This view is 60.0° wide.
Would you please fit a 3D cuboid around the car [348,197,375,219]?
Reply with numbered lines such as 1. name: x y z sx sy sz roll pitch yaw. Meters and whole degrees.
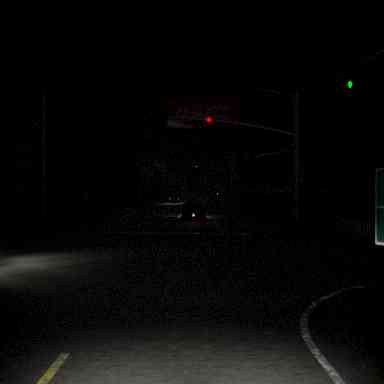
1. car: 14.311 1.504 24.998 3.866 1.878 1.905 0 0 0

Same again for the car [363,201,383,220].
1. car: 18.625 1.672 30.678 4.611 1.667 2.242 0 0 0

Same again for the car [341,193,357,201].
1. car: 34.741 1.489 71.903 2.007 1.523 4.514 0 0 0

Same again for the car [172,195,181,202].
1. car: -3.619 1.540 78.920 2.033 1.411 5.357 0 0 0

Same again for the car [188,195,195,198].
1. car: -0.130 1.552 86.342 1.994 1.385 4.181 0 0 0

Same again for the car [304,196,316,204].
1. car: 22.355 1.552 64.083 1.970 1.475 3.806 0 0 0

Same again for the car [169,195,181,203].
1. car: -3.612 1.352 68.598 2.097 1.767 4.553 0 0 0

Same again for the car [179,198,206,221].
1. car: 0.100 1.510 27.659 1.837 1.490 4.892 1 0 -1
